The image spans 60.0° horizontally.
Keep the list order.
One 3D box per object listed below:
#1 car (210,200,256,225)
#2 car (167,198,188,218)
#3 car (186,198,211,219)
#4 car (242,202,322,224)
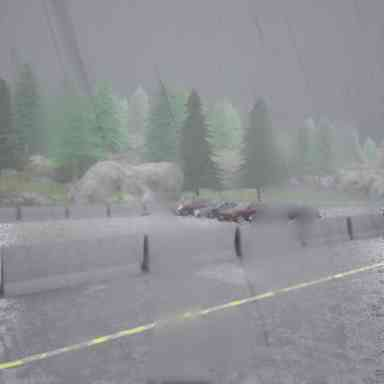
[{"bbox_3d":[4.042,1.433,24.088,5.008,1.535,1.882,0,0,-36],"label":"car"},{"bbox_3d":[0.043,1.308,29.833,4.553,1.767,2.097,0,0,-36],"label":"car"},{"bbox_3d":[2.315,1.448,27.156,4.902,1.511,2.128,0,0,-36],"label":"car"},{"bbox_3d":[6.031,1.503,21.209,5.357,1.411,2.033,0,0,-36],"label":"car"}]
